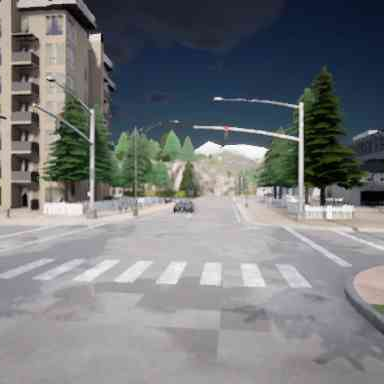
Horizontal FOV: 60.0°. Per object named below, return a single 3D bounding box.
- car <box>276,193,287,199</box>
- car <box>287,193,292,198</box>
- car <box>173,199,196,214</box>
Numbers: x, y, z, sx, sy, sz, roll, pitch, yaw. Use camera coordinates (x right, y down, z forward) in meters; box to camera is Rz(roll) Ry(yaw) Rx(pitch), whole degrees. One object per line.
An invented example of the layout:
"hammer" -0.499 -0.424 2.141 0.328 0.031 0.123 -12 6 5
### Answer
"car" 22.239 1.126 84.252 1.845 1.501 3.633 0 0 7
"car" 26.070 1.120 91.272 1.970 1.475 3.806 0 0 7
"car" -0.730 1.450 34.265 1.994 1.385 4.181 0 0 6
